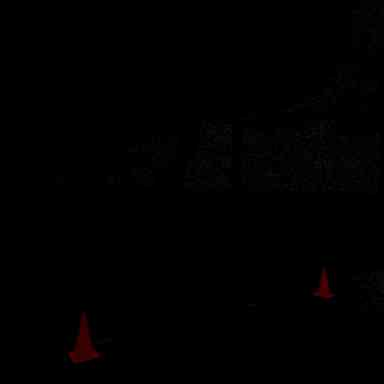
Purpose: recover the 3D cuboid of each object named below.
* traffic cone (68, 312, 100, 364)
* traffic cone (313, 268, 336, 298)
[{"bbox_3d":[-1.470,1.942,4.542,0.340,0.580,0.340,0,0,-34],"label":"traffic cone"},{"bbox_3d":[2.900,1.966,7.293,0.340,0.580,0.340,0,0,-30],"label":"traffic cone"}]
